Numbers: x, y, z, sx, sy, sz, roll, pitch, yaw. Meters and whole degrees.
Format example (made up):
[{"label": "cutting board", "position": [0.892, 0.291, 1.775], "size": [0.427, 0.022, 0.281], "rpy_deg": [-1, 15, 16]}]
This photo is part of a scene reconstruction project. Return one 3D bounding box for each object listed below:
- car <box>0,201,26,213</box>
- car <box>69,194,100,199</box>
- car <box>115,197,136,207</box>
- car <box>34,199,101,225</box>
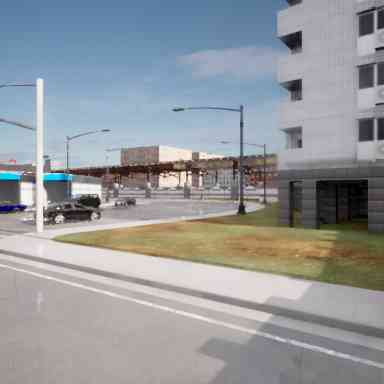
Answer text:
[{"label": "car", "position": [-19.701, 1.601, 33.931], "size": [1.895, 1.301, 4.718], "rpy_deg": [0, 0, 37]}, {"label": "car", "position": [-14.060, 1.221, 42.249], "size": [2.150, 2.045, 5.566], "rpy_deg": [0, 0, 29]}, {"label": "car", "position": [-10.291, 1.491, 51.660], "size": [2.128, 1.511, 4.902], "rpy_deg": [0, 0, 14]}, {"label": "car", "position": [-8.992, 1.505, 24.522], "size": [1.837, 1.490, 4.892], "rpy_deg": [0, 0, 37]}]
